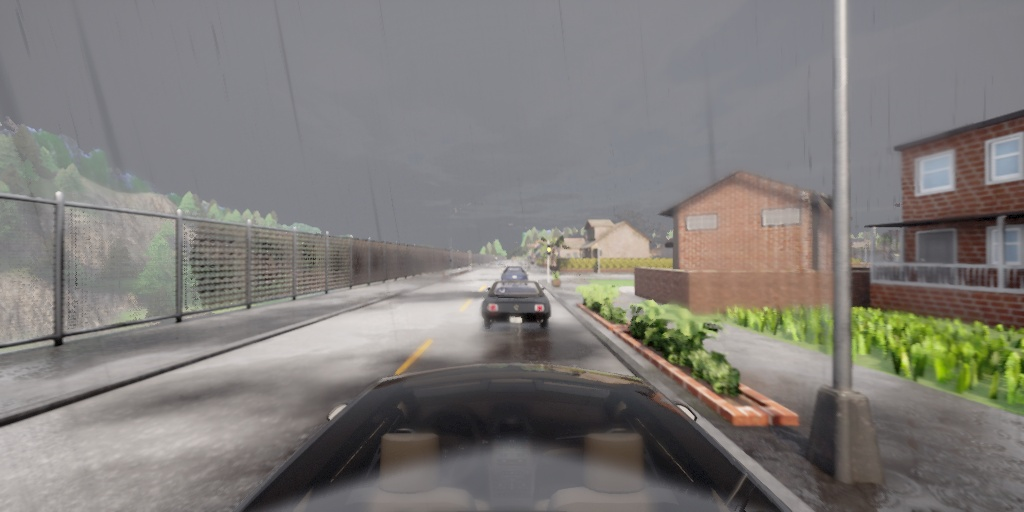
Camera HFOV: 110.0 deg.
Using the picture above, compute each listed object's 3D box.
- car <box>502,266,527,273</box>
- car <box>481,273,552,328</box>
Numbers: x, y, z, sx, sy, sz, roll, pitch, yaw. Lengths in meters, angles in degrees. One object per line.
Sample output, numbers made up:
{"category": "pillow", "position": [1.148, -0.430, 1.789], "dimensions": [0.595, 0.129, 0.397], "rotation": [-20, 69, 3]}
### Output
{"category": "car", "position": [0.169, 1.455, 27.149], "dimensions": [1.994, 1.385, 4.181], "rotation": [0, 0, 0]}
{"category": "car", "position": [0.124, 1.407, 11.657], "dimensions": [1.895, 1.301, 4.718], "rotation": [0, 0, 0]}
